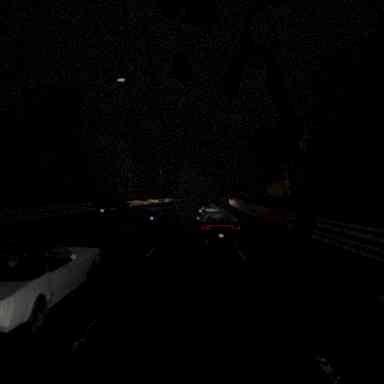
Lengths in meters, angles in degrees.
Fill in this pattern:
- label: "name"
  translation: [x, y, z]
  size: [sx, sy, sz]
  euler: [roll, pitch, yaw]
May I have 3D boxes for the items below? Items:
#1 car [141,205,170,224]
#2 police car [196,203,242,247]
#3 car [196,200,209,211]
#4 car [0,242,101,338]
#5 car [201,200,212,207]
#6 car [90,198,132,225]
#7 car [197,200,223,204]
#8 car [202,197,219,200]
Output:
- label: "car"
  translation: [-2.884, 1.785, 26.846]
  size: [1.812, 1.442, 4.674]
  euler: [0, -1, 2]
- label: "police car"
  translation: [1.235, 1.581, 16.063]
  size: [1.930, 1.638, 5.238]
  euler: [0, -1, 1]
- label: "car"
  translation: [1.634, 2.029, 50.053]
  size: [1.812, 1.442, 4.674]
  euler: [0, -1, 4]
- label: "car"
  translation: [-3.349, 1.663, 6.738]
  size: [1.895, 1.301, 4.718]
  euler: [0, -1, 1]
- label: "car"
  translation: [2.840, 2.242, 65.810]
  size: [1.994, 1.385, 4.181]
  euler: [0, -1, 5]
- label: "car"
  translation: [-6.395, 1.477, 26.752]
  size: [2.150, 2.045, 5.566]
  euler: [0, -1, 2]
- label: "car"
  translation: [1.518, 1.710, 26.013]
  size: [1.801, 1.575, 5.366]
  euler: [0, -1, 2]
- label: "car"
  translation: [1.740, 1.538, 31.776]
  size: [2.150, 2.045, 5.566]
  euler: [0, -1, 2]
